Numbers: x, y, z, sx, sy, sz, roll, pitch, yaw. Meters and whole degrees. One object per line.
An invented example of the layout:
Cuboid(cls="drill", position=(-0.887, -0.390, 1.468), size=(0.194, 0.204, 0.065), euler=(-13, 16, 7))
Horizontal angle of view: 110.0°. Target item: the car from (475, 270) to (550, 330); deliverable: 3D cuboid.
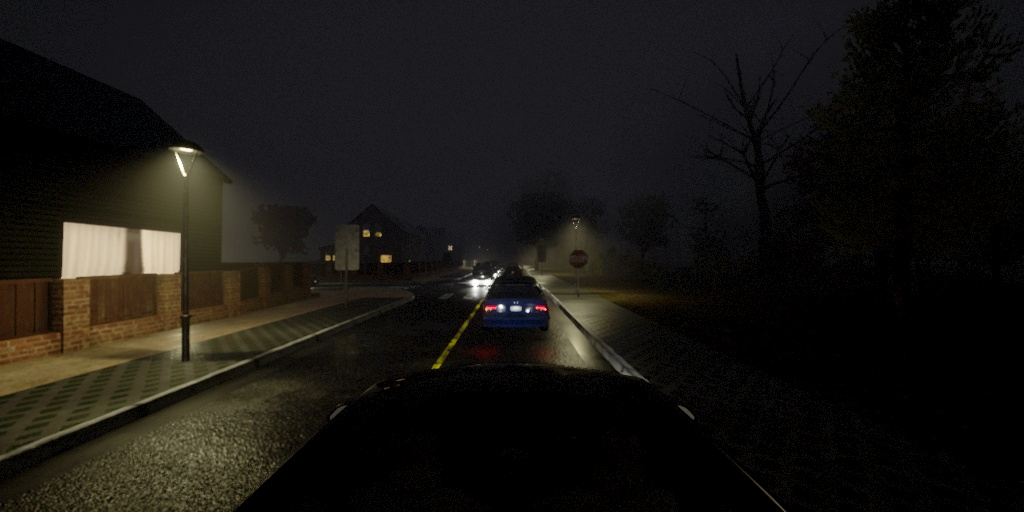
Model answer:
Cuboid(cls="car", position=(0.100, 1.323, 11.171), size=(2.033, 1.411, 5.357), euler=(0, 0, 0))

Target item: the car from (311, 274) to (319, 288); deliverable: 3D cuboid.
Cuboid(cls="car", position=(-14.774, 1.336, 22.770), size=(4.674, 1.442, 1.812), euler=(0, -2, 2))

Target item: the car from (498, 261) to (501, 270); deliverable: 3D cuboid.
Cuboid(cls="car", position=(-2.800, 1.418, 45.810), size=(1.837, 1.490, 4.892), euler=(0, 0, 0))

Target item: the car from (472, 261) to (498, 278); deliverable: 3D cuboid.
Cuboid(cls="car", position=(-2.821, 1.358, 35.703), size=(2.128, 1.511, 4.902), euler=(0, 0, 0))

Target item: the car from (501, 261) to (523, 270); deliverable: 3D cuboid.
Cuboid(cls="car", position=(0.116, 1.398, 37.078), size=(1.812, 1.442, 4.674), euler=(0, 0, 1))
